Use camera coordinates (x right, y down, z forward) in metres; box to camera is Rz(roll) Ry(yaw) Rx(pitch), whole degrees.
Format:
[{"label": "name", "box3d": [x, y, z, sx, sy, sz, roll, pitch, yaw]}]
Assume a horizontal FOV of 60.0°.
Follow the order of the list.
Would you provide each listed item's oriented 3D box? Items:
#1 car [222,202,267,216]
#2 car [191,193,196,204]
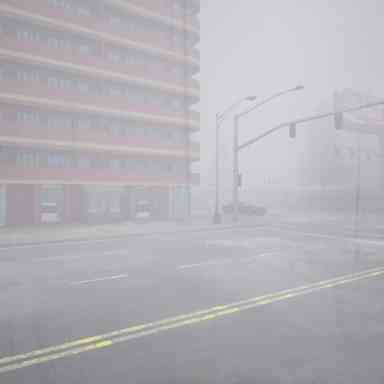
[{"label": "car", "box3d": [5.052, 1.601, 32.436, 1.895, 1.301, 4.718, 0, 0, -34]}, {"label": "car", "box3d": [-1.499, 1.221, 61.320, 2.150, 2.045, 5.566, 0, 0, -34]}]
